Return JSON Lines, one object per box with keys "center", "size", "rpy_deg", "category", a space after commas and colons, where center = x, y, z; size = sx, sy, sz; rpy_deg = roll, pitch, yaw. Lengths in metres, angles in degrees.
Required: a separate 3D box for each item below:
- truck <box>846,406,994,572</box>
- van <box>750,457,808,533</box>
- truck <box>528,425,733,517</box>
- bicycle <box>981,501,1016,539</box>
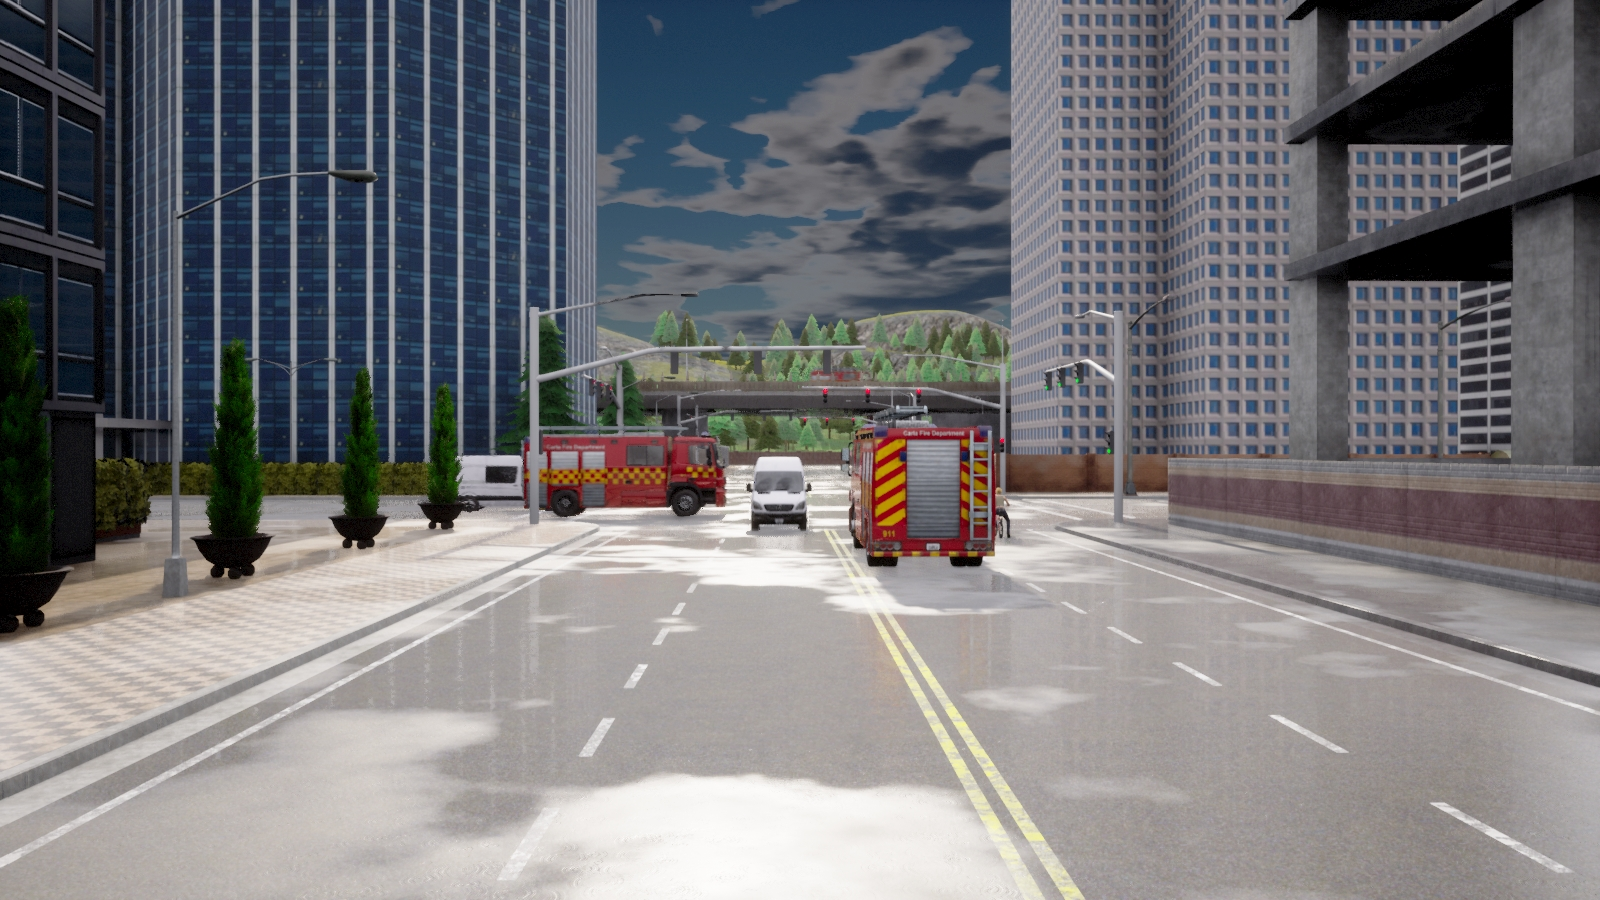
{"center": [2.932, 0.891, 30.480], "size": [2.891, 3.827, 8.468], "rpy_deg": [0, 0, -1], "category": "truck"}
{"center": [-0.765, 1.534, 41.680], "size": [1.988, 2.561, 5.915], "rpy_deg": [0, 0, -1], "category": "van"}
{"center": [-7.169, 0.892, 49.287], "size": [8.468, 3.827, 2.891], "rpy_deg": [0, 0, -2], "category": "truck"}
{"center": [6.346, 2.233, 36.588], "size": [0.859, 1.126, 1.487], "rpy_deg": [0, 0, -1], "category": "bicycle"}
